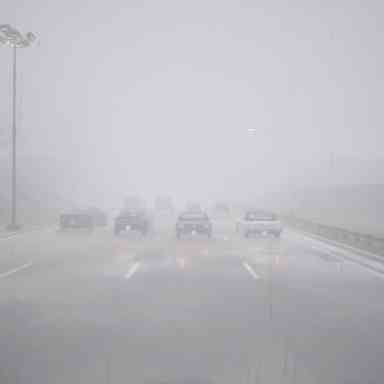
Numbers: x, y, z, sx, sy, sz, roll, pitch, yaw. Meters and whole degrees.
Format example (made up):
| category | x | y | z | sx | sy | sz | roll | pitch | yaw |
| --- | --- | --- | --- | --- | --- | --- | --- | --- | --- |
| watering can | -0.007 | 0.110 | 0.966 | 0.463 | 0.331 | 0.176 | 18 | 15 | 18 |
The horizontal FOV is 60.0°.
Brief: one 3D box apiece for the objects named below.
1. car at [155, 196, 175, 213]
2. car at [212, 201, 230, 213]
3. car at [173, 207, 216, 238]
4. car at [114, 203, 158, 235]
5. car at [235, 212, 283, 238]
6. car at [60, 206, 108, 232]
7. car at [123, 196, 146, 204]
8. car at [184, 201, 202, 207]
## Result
| category | x | y | z | sx | sy | sz | roll | pitch | yaw |
| --- | --- | --- | --- | --- | --- | --- | --- | --- | --- |
| car | -3.380 | 1.552 | 41.544 | 2.150 | 2.045 | 5.566 | 0 | 0 | 0 |
| car | 3.623 | 1.838 | 41.778 | 1.837 | 1.490 | 4.892 | 0 | 0 | 0 |
| car | 0.092 | 1.750 | 18.661 | 1.895 | 1.301 | 4.718 | 0 | 0 | 0 |
| car | -3.409 | 1.665 | 20.143 | 1.837 | 1.490 | 4.892 | 0 | 0 | 0 |
| car | 3.592 | 1.750 | 18.672 | 1.895 | 1.301 | 4.718 | 0 | 0 | 0 |
| car | -6.909 | 1.650 | 21.714 | 1.882 | 1.535 | 5.008 | 0 | 0 | 0 |
| car | -6.886 | 1.541 | 40.049 | 2.150 | 2.045 | 5.566 | 0 | 0 | 0 |
| car | 0.121 | 1.836 | 41.490 | 1.837 | 1.490 | 4.892 | 0 | 0 | 0 |
